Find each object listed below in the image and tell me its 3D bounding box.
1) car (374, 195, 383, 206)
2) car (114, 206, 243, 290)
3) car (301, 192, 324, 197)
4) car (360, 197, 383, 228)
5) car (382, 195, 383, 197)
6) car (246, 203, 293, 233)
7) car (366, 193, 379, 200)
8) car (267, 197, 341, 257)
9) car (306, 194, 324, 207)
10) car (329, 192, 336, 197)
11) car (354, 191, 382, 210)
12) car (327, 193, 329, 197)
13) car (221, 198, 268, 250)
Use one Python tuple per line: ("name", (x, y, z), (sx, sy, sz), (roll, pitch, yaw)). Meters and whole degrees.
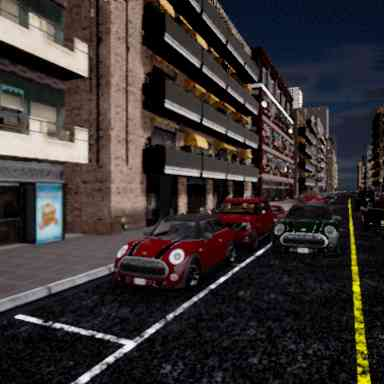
("car", (26.527, 1.097, 46.122), (1.887, 1.381, 4.507), (0, 1, 25))
("car", (-0.257, 1.366, 8.898), (1.967, 1.590, 4.097), (0, 1, 25))
("car", (14.146, 0.953, 39.493), (2.192, 1.841, 5.009), (0, 1, 25))
("car", (11.228, 1.316, 19.797), (1.837, 1.490, 4.892), (0, 1, 26))
("car", (21.799, 1.174, 36.077), (1.752, 1.417, 4.829), (0, 1, 25))
("car", (4.544, 1.413, 19.099), (1.802, 1.307, 4.206), (0, 1, 25))
("car", (36.129, 0.908, 66.519), (2.008, 1.369, 4.403), (0, 1, 25))
("car", (4.413, 1.238, 12.539), (2.097, 1.767, 4.553), (0, 0, 24))
("car", (16.546, 1.030, 44.594), (1.967, 1.590, 4.097), (0, 1, 25))
("car", (35.749, 0.748, 85.389), (2.008, 1.369, 4.403), (0, 1, 25))
("car", (18.869, 0.875, 35.978), (2.150, 2.045, 5.566), (0, 0, 25))
("car", (18.947, 1.086, 49.695), (1.887, 1.381, 4.507), (0, 1, 25))
("car", (2.144, 1.194, 13.996), (2.192, 1.841, 5.009), (0, 1, 25))
